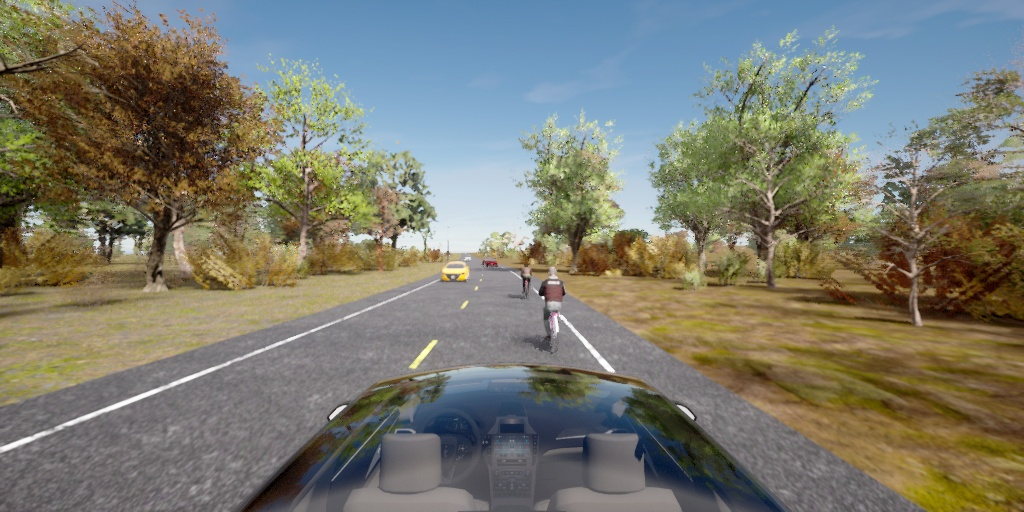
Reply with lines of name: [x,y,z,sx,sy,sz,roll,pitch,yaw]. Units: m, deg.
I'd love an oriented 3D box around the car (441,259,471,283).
car: [-4.364,1.220,28.212,1.882,1.535,5.008,0,0,-3]

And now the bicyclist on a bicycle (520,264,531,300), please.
bicyclist on a bicycle: [0.684,1.202,16.870,0.582,1.620,1.656,0,0,-2]

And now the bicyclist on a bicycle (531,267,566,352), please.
bicyclist on a bicycle: [0.886,1.120,8.028,0.659,1.776,1.843,0,0,-1]

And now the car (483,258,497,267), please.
car: [-3.644,1.146,63.018,1.882,1.535,5.008,0,0,-7]
